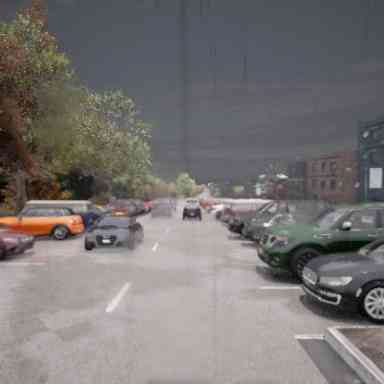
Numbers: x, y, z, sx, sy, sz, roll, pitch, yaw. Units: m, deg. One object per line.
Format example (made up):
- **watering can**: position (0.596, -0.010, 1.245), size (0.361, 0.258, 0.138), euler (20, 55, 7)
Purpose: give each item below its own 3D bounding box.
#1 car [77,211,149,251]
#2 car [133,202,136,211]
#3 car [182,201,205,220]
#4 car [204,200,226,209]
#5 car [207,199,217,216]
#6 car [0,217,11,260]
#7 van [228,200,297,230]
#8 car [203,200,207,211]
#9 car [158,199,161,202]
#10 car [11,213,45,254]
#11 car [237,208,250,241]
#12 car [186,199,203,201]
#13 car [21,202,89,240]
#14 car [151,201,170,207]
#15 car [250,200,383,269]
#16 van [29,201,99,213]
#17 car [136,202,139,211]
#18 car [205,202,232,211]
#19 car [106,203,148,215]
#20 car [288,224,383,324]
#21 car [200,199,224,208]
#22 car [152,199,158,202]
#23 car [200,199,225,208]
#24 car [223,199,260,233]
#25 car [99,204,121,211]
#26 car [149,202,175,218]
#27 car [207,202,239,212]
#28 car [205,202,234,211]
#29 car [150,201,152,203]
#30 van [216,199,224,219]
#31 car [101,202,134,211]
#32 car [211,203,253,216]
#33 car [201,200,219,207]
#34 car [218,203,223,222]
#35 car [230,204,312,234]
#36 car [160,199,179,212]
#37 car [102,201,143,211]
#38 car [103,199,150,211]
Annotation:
- **car**: position (-3.335, 1.748, 14.919), size (1.994, 1.385, 4.181), euler (0, -1, 0)
- **car**: position (-8.321, 1.962, 31.799), size (5.008, 1.535, 2.097), euler (0, -1, 0)
- **car**: position (0.015, 1.993, 33.652), size (1.882, 1.535, 5.008), euler (0, -1, 0)
- **car**: position (4.685, 2.578, 68.362), size (4.553, 1.767, 2.185), euler (0, -1, 0)
- **car**: position (4.722, 1.763, 34.735), size (5.566, 2.045, 2.435), euler (0, -1, 0)
- **car**: position (-8.329, 1.586, 9.523), size (5.008, 1.535, 2.097), euler (0, -1, 0)
- **van**: position (4.876, 1.586, 23.522), size (4.442, 1.987, 1.878), euler (0, -1, 0)
- **car**: position (4.551, 2.283, 48.741), size (5.366, 1.575, 1.946), euler (0, -1, 0)
- **car**: position (-8.377, 2.877, 76.382), size (4.892, 1.521, 2.231), euler (0, -1, 0)
- **car**: position (-8.324, 1.666, 12.309), size (4.674, 1.452, 2.002), euler (0, -1, 0)
- **car**: position (4.753, 1.668, 15.110), size (4.892, 1.521, 2.231), euler (0, -1, 0)
- **car**: position (0.027, 1.989, 46.849), size (2.150, 2.045, 5.566), euler (0, -1, 1)
- **car**: position (-8.289, 1.588, 17.879), size (4.553, 1.767, 2.185), euler (0, -1, 0)
- **car**: position (-8.354, 3.141, 87.484), size (4.792, 1.488, 2.163), euler (0, -1, 0)
- **car**: position (4.727, 1.335, 9.509), size (5.566, 2.045, 2.435), euler (0, -1, 0)
- **van**: position (-8.436, 1.534, 20.661), size (4.442, 1.987, 1.878), euler (0, -1, 0)
- **car**: position (-8.299, 2.042, 34.583), size (4.792, 1.488, 2.163), euler (0, -1, 0)
- **car**: position (4.754, 2.554, 59.951), size (4.792, 1.488, 2.163), euler (0, -1, 0)
- **car**: position (-8.332, 2.169, 42.937), size (5.008, 1.535, 2.097), euler (0, -1, 0)
- **car**: position (4.759, 1.552, 6.705), size (4.892, 1.521, 2.231), euler (0, -1, 0)
- **car**: position (4.734, 2.691, 79.575), size (5.566, 2.045, 2.435), euler (0, -1, 0)
- **car**: position (-8.314, 2.031, 48.509), size (5.566, 2.045, 2.435), euler (0, -1, 0)
- **car**: position (4.736, 2.631, 76.773), size (5.566, 2.045, 2.435), euler (0, -1, 0)
- **car**: position (4.732, 1.462, 17.919), size (5.566, 2.045, 2.435), euler (0, -1, 0)
- **car**: position (-8.319, 1.901, 26.227), size (4.674, 1.452, 2.002), euler (0, -1, 0)
- **car**: position (-3.246, 2.143, 37.028), size (1.994, 1.385, 4.181), euler (0, -1, 0)
- **car**: position (4.704, 2.375, 51.543), size (4.792, 1.488, 2.163), euler (0, -1, 0)
- **car**: position (4.757, 2.495, 57.148), size (4.792, 1.488, 2.163), euler (0, -1, 0)
- **car**: position (-8.337, 2.262, 45.596), size (4.674, 1.452, 2.002), euler (0, -1, 0)
- **van**: position (4.640, 1.687, 29.128), size (4.442, 1.987, 1.878), euler (0, -1, 0)
- **car**: position (-8.138, 1.908, 29.013), size (5.366, 1.575, 1.946), euler (0, -1, 0)
- **car**: position (4.774, 2.147, 40.334), size (4.792, 1.488, 2.163), euler (0, -1, 0)
- **car**: position (4.668, 2.936, 85.178), size (4.553, 1.767, 2.185), euler (0, -1, 0)
- **car**: position (4.764, 1.863, 26.322), size (4.892, 1.521, 2.231), euler (0, -1, 0)
- **car**: position (4.792, 1.635, 20.717), size (4.553, 1.767, 2.185), euler (0, -1, 0)
- **car**: position (-3.261, 2.194, 51.379), size (2.128, 1.511, 4.902), euler (0, -1, 0)
- **car**: position (-8.360, 2.092, 37.367), size (4.792, 1.488, 2.163), euler (0, -1, 0)
- **car**: position (-8.306, 1.863, 40.155), size (5.566, 2.045, 2.435), euler (0, -1, 0)
